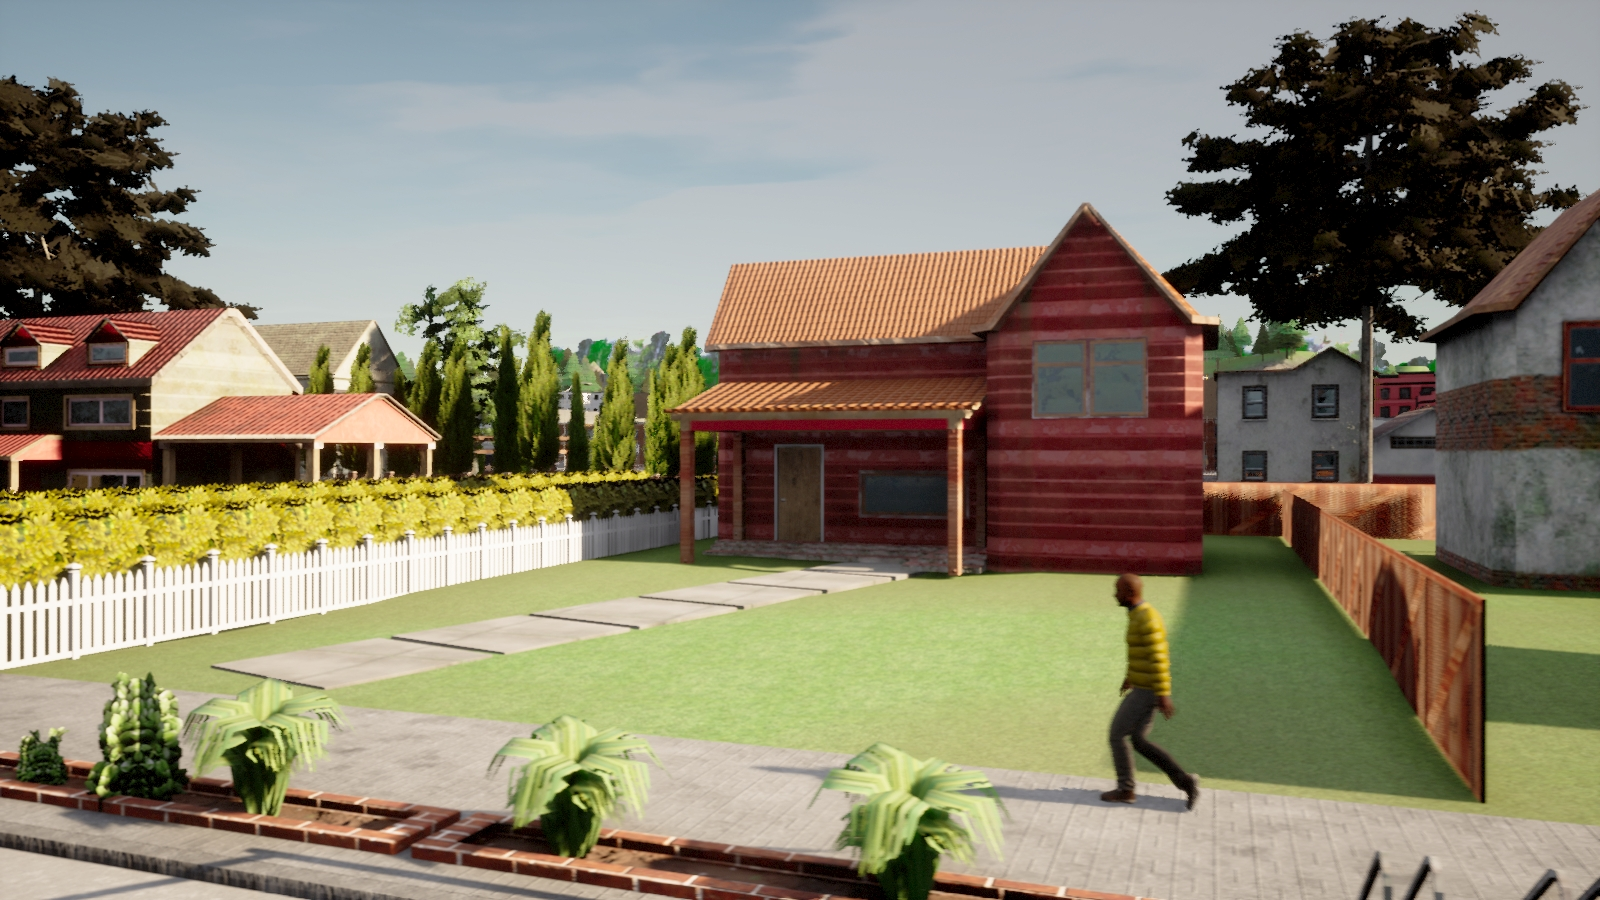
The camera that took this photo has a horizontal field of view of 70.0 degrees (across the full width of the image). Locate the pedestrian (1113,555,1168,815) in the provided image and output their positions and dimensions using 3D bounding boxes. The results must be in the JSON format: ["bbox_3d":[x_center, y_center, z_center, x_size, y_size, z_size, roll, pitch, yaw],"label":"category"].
[{"bbox_3d":[2.571,1.744,8.617,0.375,1.860,0.375,0,0,20],"label":"pedestrian"}]
